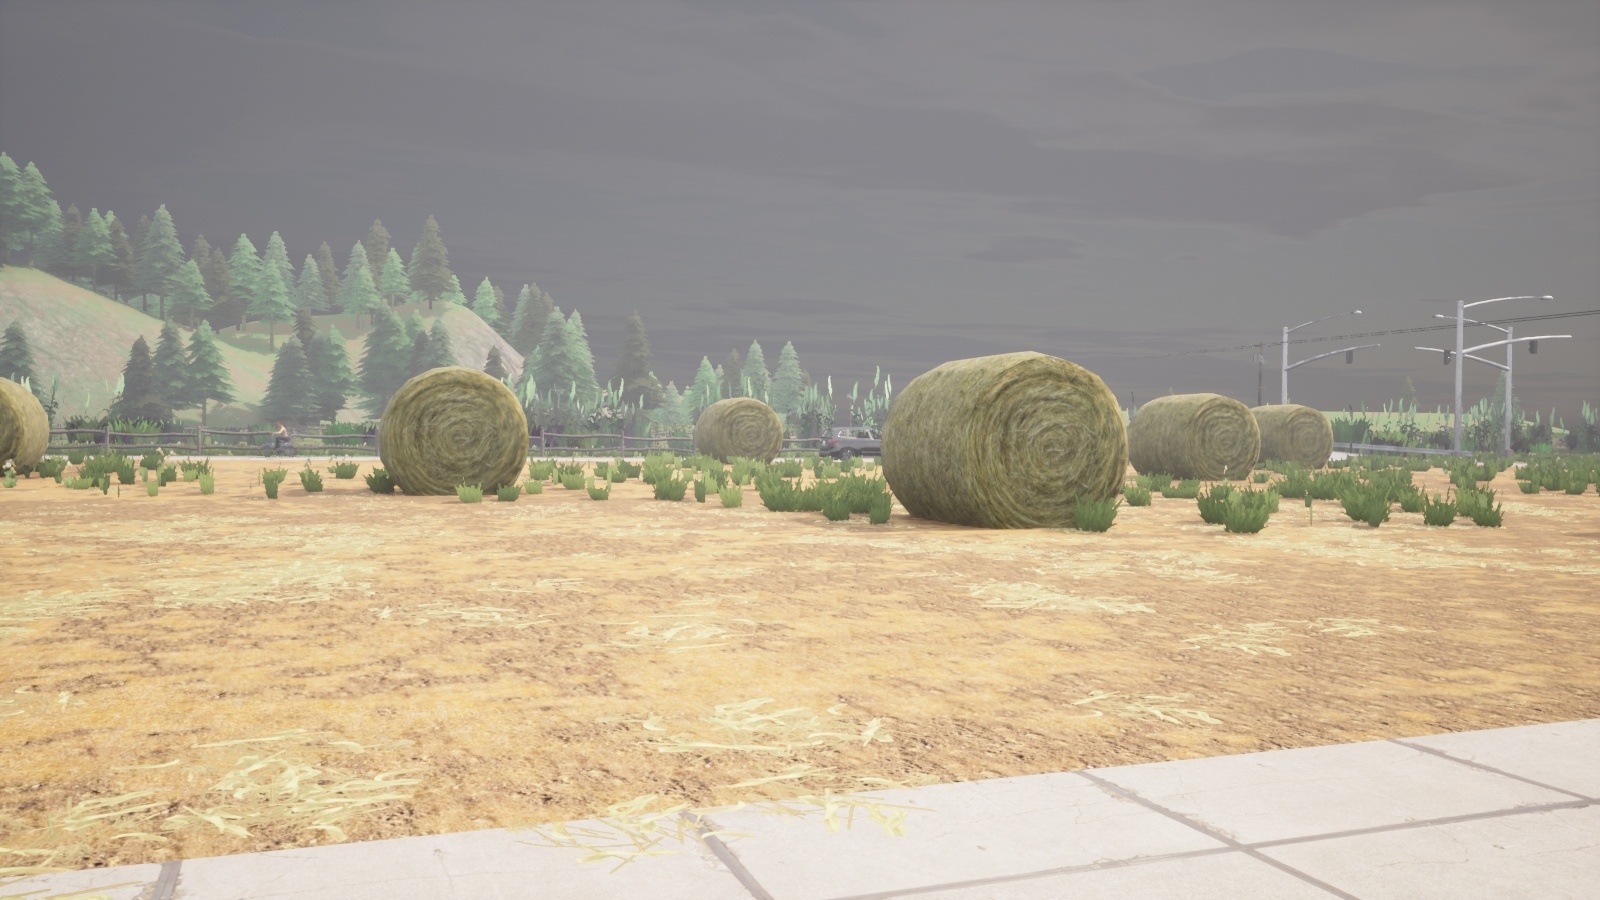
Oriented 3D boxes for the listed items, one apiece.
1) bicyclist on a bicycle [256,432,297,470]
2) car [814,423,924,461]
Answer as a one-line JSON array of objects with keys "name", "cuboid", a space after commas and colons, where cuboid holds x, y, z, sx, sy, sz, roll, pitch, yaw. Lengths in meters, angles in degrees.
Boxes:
[{"name": "bicyclist on a bicycle", "cuboid": [-22.680, 0.035, 54.431, 1.509, 1.612, 0.866, -1, 1, -17]}, {"name": "car", "cuboid": [3.201, -0.400, 58.616, 4.611, 1.667, 2.242, -1, 1, -17]}]
